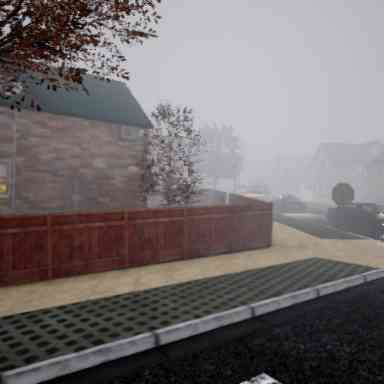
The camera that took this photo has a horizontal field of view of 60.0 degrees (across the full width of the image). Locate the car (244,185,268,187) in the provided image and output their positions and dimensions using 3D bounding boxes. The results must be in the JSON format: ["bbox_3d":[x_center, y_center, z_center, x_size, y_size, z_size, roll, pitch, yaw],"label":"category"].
[{"bbox_3d":[9.730,-0.002,48.741,2.150,2.045,5.566,1,2,-4],"label":"car"}]

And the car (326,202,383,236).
[{"bbox_3d":[8.741,1.255,16.797,2.033,1.411,5.357,1,2,-4],"label":"car"}]

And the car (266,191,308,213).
[{"bbox_3d":[8.055,0.911,27.869,1.994,1.385,4.181,1,2,-4],"label":"car"}]

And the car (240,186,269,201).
[{"bbox_3d":[7.381,0.473,38.997,1.882,1.535,5.008,1,2,-3],"label":"car"}]

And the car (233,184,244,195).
[{"bbox_3d":[8.963,-0.368,61.222,2.150,2.045,5.566,1,2,-4],"label":"car"}]
